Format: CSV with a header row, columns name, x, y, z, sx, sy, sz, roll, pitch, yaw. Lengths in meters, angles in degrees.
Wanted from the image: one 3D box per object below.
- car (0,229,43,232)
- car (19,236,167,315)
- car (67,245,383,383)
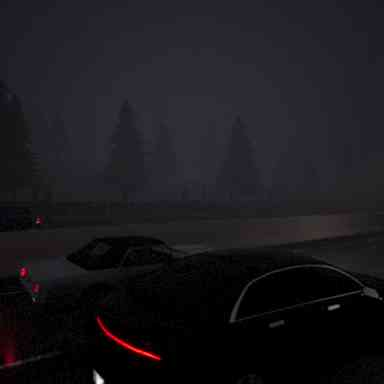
name,x,y,z,sx,sy,sz,roll,pitch,yaw
car,-9.095,1.363,14.595,4.553,1.767,2.097,1,0,-35
car,-1.037,1.637,7.304,4.718,1.301,1.895,1,0,-35
car,1.101,1.542,4.531,4.892,1.490,1.837,1,0,-35
